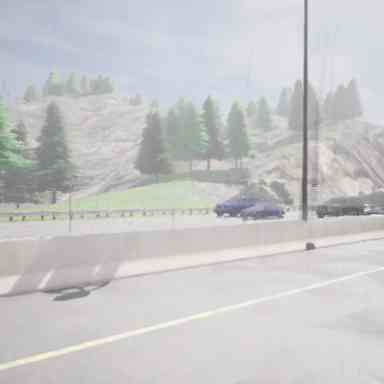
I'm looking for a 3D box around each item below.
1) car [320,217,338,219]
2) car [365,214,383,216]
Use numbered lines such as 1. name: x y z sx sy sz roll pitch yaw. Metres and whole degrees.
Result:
1. car: 13.994 1.477 31.140 5.566 2.045 2.150 1 -1 -35
2. car: 16.657 1.823 28.742 4.181 1.385 1.994 1 0 -35
